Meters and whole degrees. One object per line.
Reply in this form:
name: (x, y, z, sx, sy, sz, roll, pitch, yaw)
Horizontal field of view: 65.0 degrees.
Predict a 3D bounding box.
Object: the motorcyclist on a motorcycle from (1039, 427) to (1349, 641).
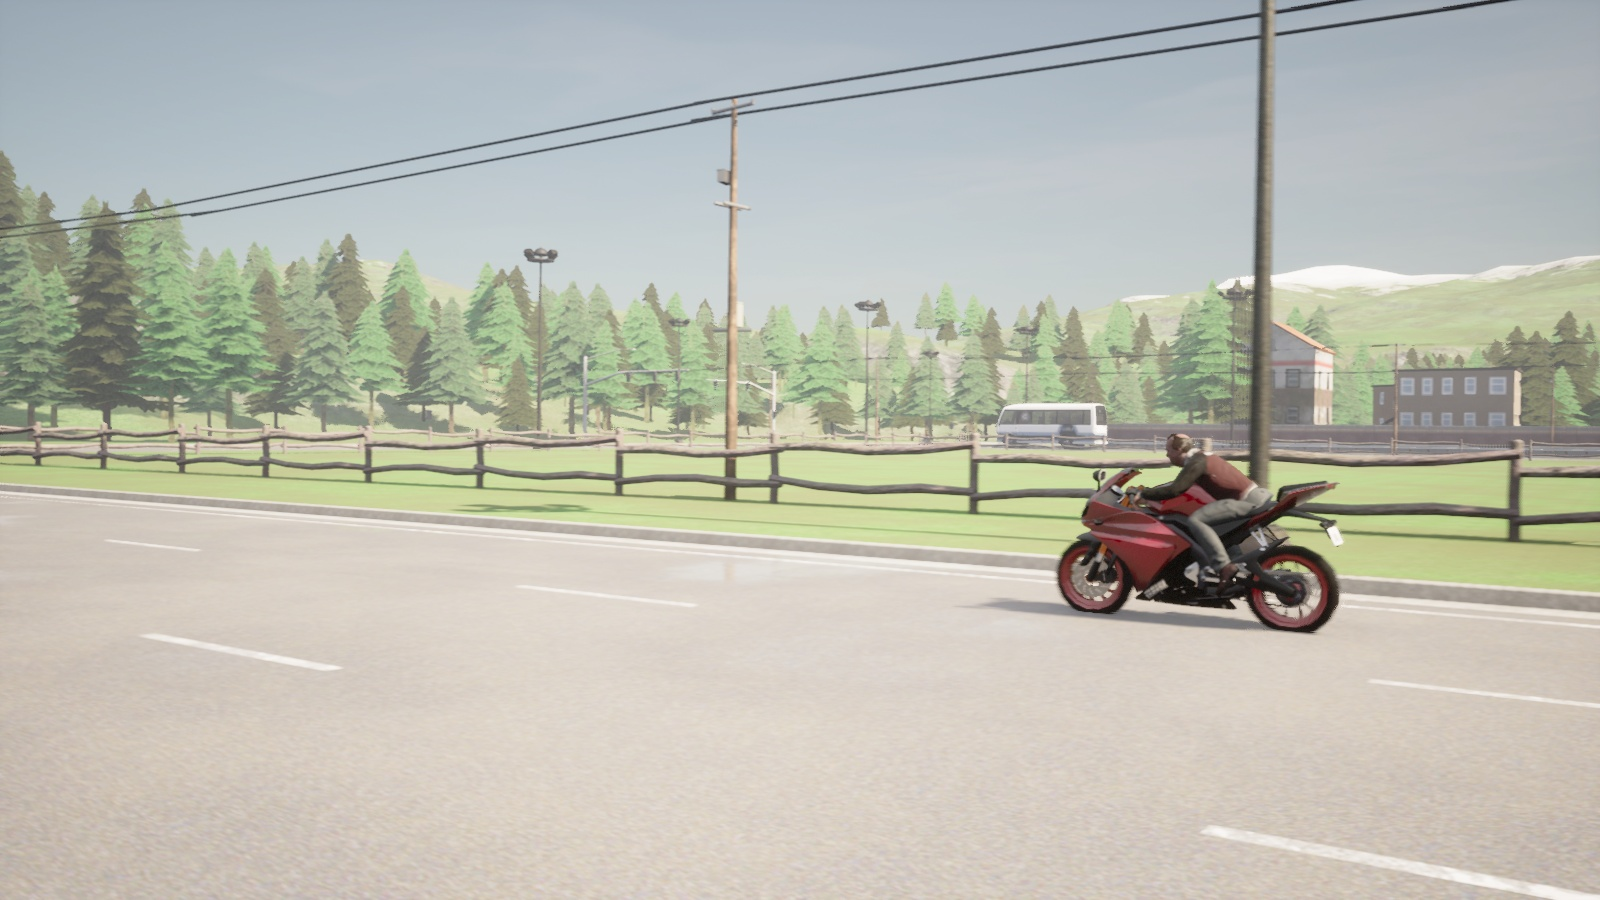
motorcyclist on a motorcycle: (3.097, 0.592, 9.969, 2.191, 1.530, 0.866, 0, 1, 34)
